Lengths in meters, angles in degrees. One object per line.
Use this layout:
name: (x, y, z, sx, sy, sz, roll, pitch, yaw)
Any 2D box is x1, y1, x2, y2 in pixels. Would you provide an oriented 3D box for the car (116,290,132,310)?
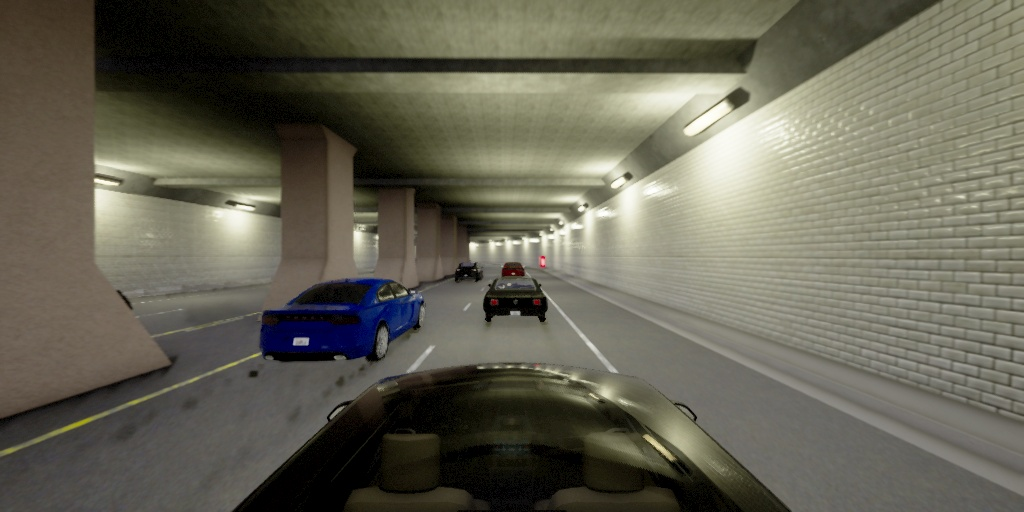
car: (-10.599, 1.255, 7.039, 1.837, 1.490, 4.892, 0, 0, 0)

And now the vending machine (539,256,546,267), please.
vending machine: (5.096, 0.945, 59.772, 1.100, 2.100, 0.880, 0, 0, -7)

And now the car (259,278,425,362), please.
car: (-3.399, 1.228, 8.252, 1.882, 1.535, 5.008, 0, 0, 0)

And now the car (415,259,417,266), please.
car: (-14.403, 1.228, 52.946, 1.882, 1.535, 5.008, 0, 0, -4)

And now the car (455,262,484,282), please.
car: (-3.392, 1.242, 28.817, 2.128, 1.511, 4.902, 0, 0, 0)

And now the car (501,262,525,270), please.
car: (0.106, 1.228, 30.459, 1.882, 1.535, 5.008, 0, 0, 0)

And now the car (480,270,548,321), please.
car: (0.103, 1.351, 12.422, 1.895, 1.301, 4.718, 0, 0, 0)
